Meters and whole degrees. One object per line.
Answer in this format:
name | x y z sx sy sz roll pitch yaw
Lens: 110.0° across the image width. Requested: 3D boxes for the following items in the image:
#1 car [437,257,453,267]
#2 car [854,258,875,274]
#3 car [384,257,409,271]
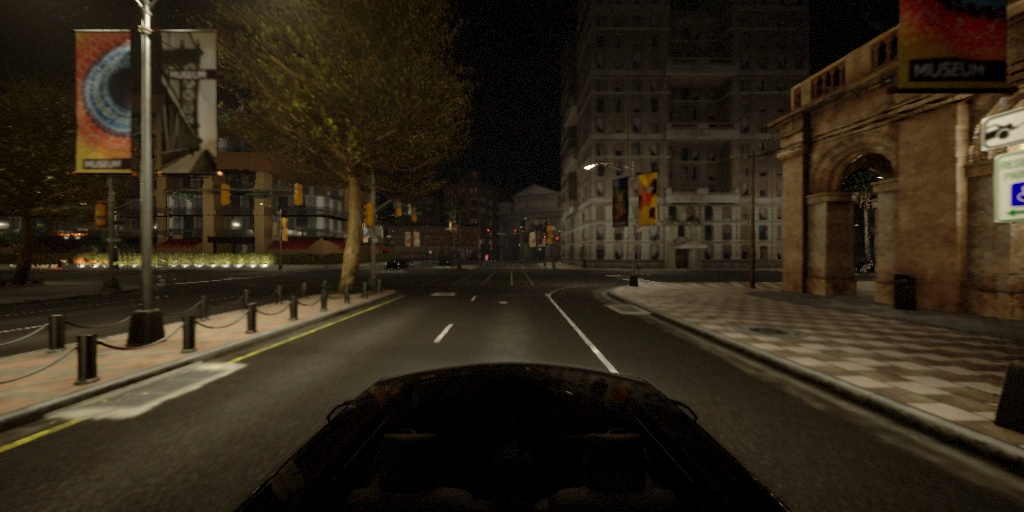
car | -11.526 0.918 61.842 2.097 1.767 4.553 0 0 0
car | 39.070 1.139 39.228 4.892 1.490 1.837 0 0 1
car | -15.003 0.923 46.888 2.097 1.767 4.553 0 0 0
